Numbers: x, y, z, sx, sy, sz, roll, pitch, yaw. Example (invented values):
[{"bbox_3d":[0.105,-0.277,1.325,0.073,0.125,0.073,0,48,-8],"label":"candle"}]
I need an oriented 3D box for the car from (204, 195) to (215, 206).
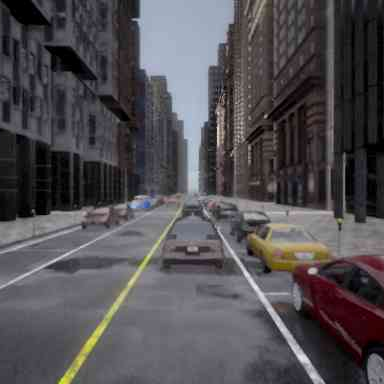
[{"bbox_3d":[2.756,1.446,38.303,1.967,1.590,4.097,0,0,0],"label":"car"}]

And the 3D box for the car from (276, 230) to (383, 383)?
[{"bbox_3d":[2.760,1.545,4.693,1.887,1.381,4.507,0,0,0],"label":"car"}]

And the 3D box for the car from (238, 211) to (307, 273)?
[{"bbox_3d":[2.759,1.526,10.465,1.752,1.417,4.829,0,0,0],"label":"car"}]

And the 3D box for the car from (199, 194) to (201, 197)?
[{"bbox_3d":[2.753,1.540,60.881,1.752,1.417,4.829,0,0,0],"label":"car"}]

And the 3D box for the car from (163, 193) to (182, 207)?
[{"bbox_3d":[-3.081,1.364,53.056,2.097,1.767,4.553,0,0,0],"label":"car"}]

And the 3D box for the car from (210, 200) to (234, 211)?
[{"bbox_3d":[2.758,1.569,27.100,1.947,1.339,4.313,0,0,0],"label":"car"}]

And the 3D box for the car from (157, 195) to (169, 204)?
[{"bbox_3d":[-5.772,1.457,66.297,1.967,1.590,4.097,0,0,0],"label":"car"}]

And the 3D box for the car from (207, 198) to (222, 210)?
[{"bbox_3d":[2.757,1.587,32.702,1.802,1.307,4.206,0,0,0],"label":"car"}]

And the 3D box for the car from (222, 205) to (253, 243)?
[{"bbox_3d":[2.759,1.552,15.897,2.008,1.369,4.403,0,0,0],"label":"car"}]

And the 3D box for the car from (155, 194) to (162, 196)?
[{"bbox_3d":[-5.771,1.327,55.094,2.192,1.841,5.009,0,0,0],"label":"car"}]

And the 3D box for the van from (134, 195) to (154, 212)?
[{"bbox_3d":[-5.769,1.347,38.287,1.690,1.788,3.998,0,0,0],"label":"van"}]

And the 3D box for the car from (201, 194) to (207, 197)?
[{"bbox_3d":[2.755,1.450,49.507,1.967,1.590,4.097,0,0,0],"label":"car"}]

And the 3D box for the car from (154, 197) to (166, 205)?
[{"bbox_3d":[-5.771,1.596,60.696,1.802,1.307,4.206,0,0,0],"label":"car"}]

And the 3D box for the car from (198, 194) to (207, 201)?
[{"bbox_3d":[2.750,1.350,88.719,2.192,1.841,5.009,0,0,0],"label":"car"}]

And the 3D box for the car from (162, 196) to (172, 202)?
[{"bbox_3d":[-5.773,1.591,77.502,1.947,1.339,4.313,0,0,0],"label":"car"}]

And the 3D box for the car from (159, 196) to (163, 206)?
[{"bbox_3d":[-5.770,1.592,49.491,1.802,1.307,4.206,0,0,0],"label":"car"}]

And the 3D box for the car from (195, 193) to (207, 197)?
[{"bbox_3d":[2.386,1.242,72.281,2.150,2.045,5.566,0,0,0],"label":"car"}]

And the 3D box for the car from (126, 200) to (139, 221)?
[{"bbox_3d":[-5.767,1.585,27.083,1.802,1.307,4.206,0,0,0],"label":"car"}]

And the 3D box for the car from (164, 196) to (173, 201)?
[{"bbox_3d":[-5.774,1.595,83.103,1.947,1.339,4.313,0,0,0],"label":"car"}]

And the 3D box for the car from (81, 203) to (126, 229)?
[{"bbox_3d":[-5.767,1.584,21.481,1.802,1.307,4.206,0,0,0],"label":"car"}]

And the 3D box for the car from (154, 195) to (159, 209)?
[{"bbox_3d":[-5.770,1.533,43.719,1.752,1.417,4.829,0,0,0],"label":"car"}]

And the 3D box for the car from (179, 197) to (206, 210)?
[{"bbox_3d":[0.067,1.510,30.014,1.837,1.490,4.892,0,0,0],"label":"car"}]

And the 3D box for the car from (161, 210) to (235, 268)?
[{"bbox_3d":[0.044,1.548,11.228,2.033,1.411,5.357,0,0,1],"label":"car"}]
